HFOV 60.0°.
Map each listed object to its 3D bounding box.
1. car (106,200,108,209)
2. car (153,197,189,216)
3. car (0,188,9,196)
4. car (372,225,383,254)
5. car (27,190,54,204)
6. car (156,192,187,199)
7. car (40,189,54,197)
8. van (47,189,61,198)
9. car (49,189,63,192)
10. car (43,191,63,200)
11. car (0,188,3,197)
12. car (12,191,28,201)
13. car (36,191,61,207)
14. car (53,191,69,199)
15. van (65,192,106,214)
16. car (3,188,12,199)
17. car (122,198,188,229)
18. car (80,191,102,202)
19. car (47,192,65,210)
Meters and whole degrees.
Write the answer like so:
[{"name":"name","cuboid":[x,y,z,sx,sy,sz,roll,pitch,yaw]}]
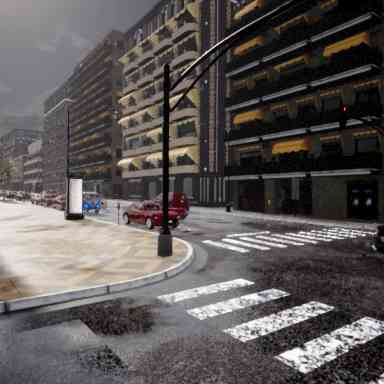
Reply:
[{"name":"car","cuboid":[-10.403,0.827,34.382,2.097,1.767,4.553,1,0,-36]},{"name":"car","cuboid":[-2.226,1.292,23.144,1.895,1.301,4.718,1,0,-36]},{"name":"car","cuboid":[-42.402,-0.022,73.913,2.192,1.841,5.009,2,0,-36]},{"name":"car","cuboid":[7.799,1.496,9.374,2.128,1.511,4.902,0,0,-36]},{"name":"car","cuboid":[-18.990,0.805,41.774,1.752,1.417,4.829,2,0,-36]},{"name":"car","cuboid":[-2.322,0.936,33.138,2.192,1.841,5.009,2,0,-36]},{"name":"car","cuboid":[-32.307,0.272,74.283,1.967,1.590,4.097,2,0,-36]},{"name":"van","cuboid":[-28.973,0.260,69.711,1.690,1.788,3.998,2,0,-36]},{"name":"car","cuboid":[-20.890,0.616,48.931,2.097,1.767,4.553,1,0,-36]},{"name":"car","cuboid":[-25.090,0.599,59.983,2.033,1.411,5.357,1,0,-38]},{"name":"car","cuboid":[-39.078,0.301,69.341,2.008,1.369,4.403,2,0,-36]},{"name":"car","cuboid":[-25.749,0.541,51.055,1.967,1.590,4.097,2,0,-36]},{"name":"car","cuboid":[-15.759,0.909,37.340,1.887,1.381,4.507,2,0,-36]},{"name":"car","cuboid":[-25.747,0.529,65.277,1.752,1.417,4.829,2,0,-36]},{"name":"van","cuboid":[-9.090,0.881,28.197,1.690,1.788,3.998,2,0,-36]},{"name":"car","cuboid":[-32.416,0.470,60.198,1.887,1.381,4.507,2,0,-36]},{"name":"car","cuboid":[-2.434,1.261,19.053,1.887,1.381,4.507,2,0,-36]},{"name":"car","cuboid":[-15.650,0.710,51.425,1.967,1.590,4.097,2,0,-36]},{"name":"car","cuboid":[-12.427,0.997,32.768,1.887,1.381,4.507,2,0,-36]}]
